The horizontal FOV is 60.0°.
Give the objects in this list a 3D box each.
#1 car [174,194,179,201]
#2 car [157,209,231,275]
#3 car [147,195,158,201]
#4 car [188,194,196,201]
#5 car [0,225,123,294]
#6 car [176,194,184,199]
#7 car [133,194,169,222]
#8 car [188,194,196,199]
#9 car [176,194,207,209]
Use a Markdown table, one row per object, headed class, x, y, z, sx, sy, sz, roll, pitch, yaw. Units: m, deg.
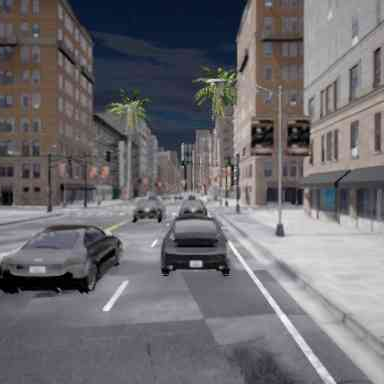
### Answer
| class | x | y | z | sx | sy | sz | roll | pitch | yaw |
| --- | --- | --- | --- | --- | --- | --- | --- | --- | --- |
| car | -3.271 | 1.202 | 81.155 | 2.097 | 1.767 | 4.553 | 0 | 0 | 0 |
| car | 0.097 | 1.481 | 10.353 | 1.837 | 1.490 | 4.892 | 0 | 0 | 0 |
| car | -9.772 | 1.408 | 83.281 | 2.033 | 1.411 | 5.357 | 0 | 0 | 0 |
| car | -0.021 | 1.347 | 81.185 | 1.837 | 1.490 | 4.892 | 0 | 0 | 0 |
| car | -3.152 | 1.545 | 8.798 | 1.994 | 1.385 | 4.181 | 0 | 0 | 0 |
| car | -3.275 | 1.276 | 93.692 | 2.128 | 1.511 | 4.902 | 0 | 0 | 0 |
| car | -3.157 | 1.299 | 25.482 | 2.097 | 1.767 | 4.553 | 0 | 0 | 0 |
| car | -0.025 | 1.304 | 93.692 | 1.994 | 1.385 | 4.181 | 0 | 0 | 0 |
| car | 0.094 | 1.299 | 25.454 | 2.097 | 1.767 | 4.553 | 0 | 0 | 0 |
